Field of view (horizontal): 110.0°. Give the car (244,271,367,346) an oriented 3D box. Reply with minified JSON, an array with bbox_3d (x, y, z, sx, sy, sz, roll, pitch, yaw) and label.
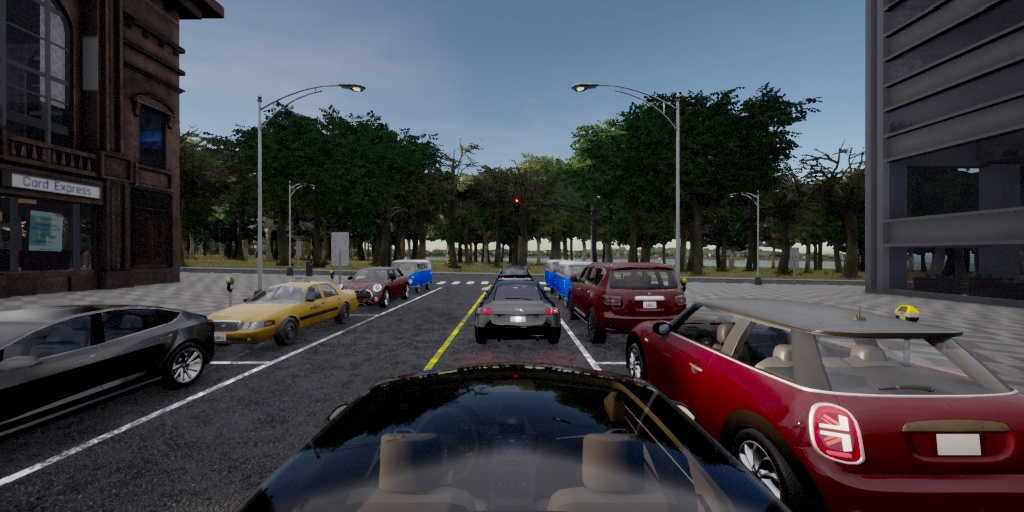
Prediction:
[{"bbox_3d":[-5.749,1.276,9.441,1.751,1.417,4.829,0,0,0],"label":"car"}]

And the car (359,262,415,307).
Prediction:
[{"bbox_3d":[-5.738,1.191,15.049,1.967,1.591,4.097,0,0,0],"label":"car"}]

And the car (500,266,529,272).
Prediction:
[{"bbox_3d":[0.132,1.243,18.525,2.128,1.511,4.902,0,0,0],"label":"car"}]

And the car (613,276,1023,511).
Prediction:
[{"bbox_3d":[2.766,1.190,4.157,1.967,1.591,4.097,0,0,0],"label":"car"}]

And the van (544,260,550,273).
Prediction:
[{"bbox_3d":[2.797,1.092,20.470,1.690,1.789,3.998,0,0,0],"label":"van"}]

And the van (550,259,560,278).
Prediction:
[{"bbox_3d":[2.787,1.092,15.033,1.690,1.789,3.998,0,0,0],"label":"van"}]

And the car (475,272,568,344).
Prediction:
[{"bbox_3d":[0.119,1.314,9.643,1.994,1.385,4.181,0,0,0],"label":"car"}]

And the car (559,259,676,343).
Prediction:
[{"bbox_3d":[2.777,1.065,9.595,2.192,1.841,5.009,0,0,0],"label":"car"}]

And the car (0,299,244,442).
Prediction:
[{"bbox_3d":[-5.759,1.316,4.174,1.948,1.339,4.313,0,0,0],"label":"car"}]

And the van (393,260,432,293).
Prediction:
[{"bbox_3d":[-5.728,1.092,20.486,1.690,1.789,3.998,0,0,0],"label":"van"}]
